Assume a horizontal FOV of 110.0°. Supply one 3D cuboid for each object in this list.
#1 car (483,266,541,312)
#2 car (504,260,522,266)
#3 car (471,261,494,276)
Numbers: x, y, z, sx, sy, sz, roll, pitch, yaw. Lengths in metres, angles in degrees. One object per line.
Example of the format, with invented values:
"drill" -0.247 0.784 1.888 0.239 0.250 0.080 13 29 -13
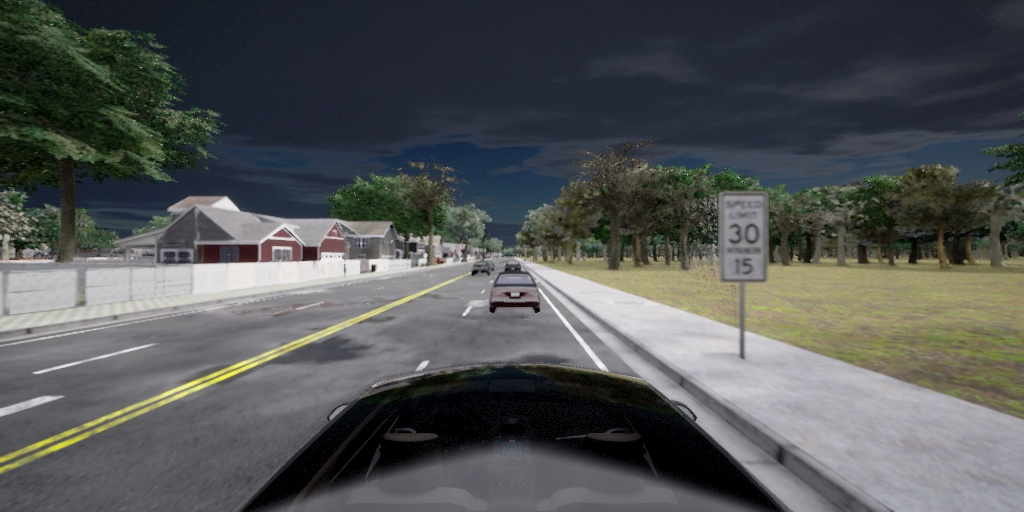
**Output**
"car" 0.101 1.306 14.233 2.033 1.411 5.357 0 0 0
"car" 0.099 1.240 41.397 1.882 1.535 5.008 0 0 0
"car" -3.152 1.267 37.511 1.837 1.490 4.892 0 0 0
